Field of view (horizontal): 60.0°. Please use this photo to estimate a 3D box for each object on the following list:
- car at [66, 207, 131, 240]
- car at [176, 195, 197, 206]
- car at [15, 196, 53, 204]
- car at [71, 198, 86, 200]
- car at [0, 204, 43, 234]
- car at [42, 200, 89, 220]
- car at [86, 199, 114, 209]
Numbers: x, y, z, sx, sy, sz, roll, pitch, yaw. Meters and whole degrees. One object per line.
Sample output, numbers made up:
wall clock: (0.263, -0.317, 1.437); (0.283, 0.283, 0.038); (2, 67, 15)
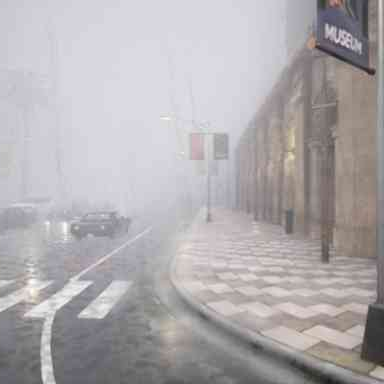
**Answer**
car: (-4.559, 1.691, 17.444); (1.895, 1.301, 4.718); (0, 0, 2)
car: (-0.967, 1.543, 61.838); (2.150, 2.045, 5.566); (-3, -2, 25)
car: (-14.612, 1.392, 30.592); (2.150, 2.045, 5.566); (0, 0, 3)
car: (-14.088, 1.566, 40.903); (2.097, 1.767, 4.553); (0, 0, 3)
car: (-11.554, 1.665, 20.265); (2.033, 1.411, 5.357); (0, 0, 2)
car: (-11.145, 1.683, 29.685); (1.812, 1.442, 4.674); (0, 0, 3)
car: (-10.650, 1.725, 39.562); (1.812, 1.442, 4.674); (0, 0, 3)
